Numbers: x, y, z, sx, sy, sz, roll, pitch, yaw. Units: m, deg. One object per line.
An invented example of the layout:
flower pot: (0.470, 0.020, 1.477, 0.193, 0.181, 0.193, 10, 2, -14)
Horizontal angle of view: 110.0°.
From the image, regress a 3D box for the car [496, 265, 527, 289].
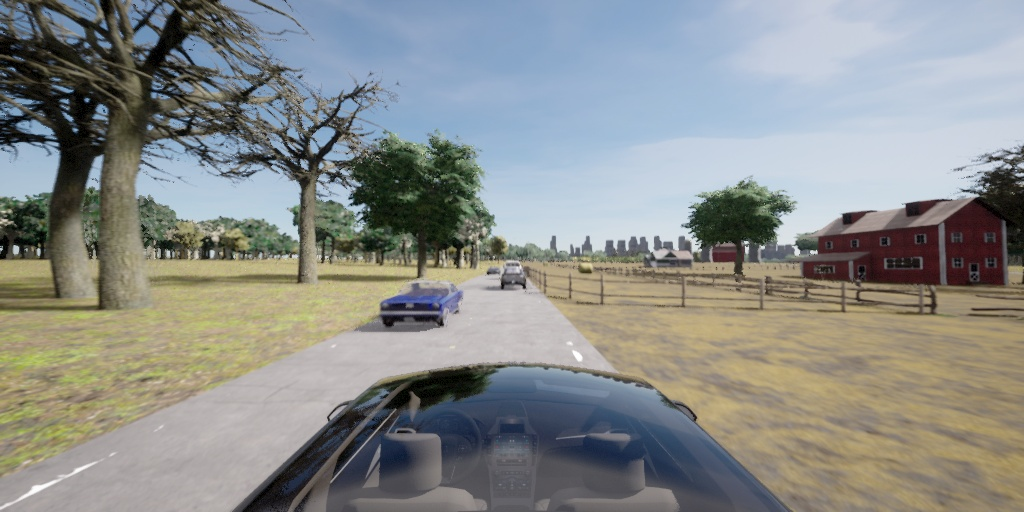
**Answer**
car: (0.101, 1.646, 27.223, 2.128, 1.511, 4.902, 0, -1, 0)

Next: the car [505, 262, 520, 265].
car: (0.106, 1.683, 43.005, 2.150, 2.045, 5.566, 0, -1, 0)

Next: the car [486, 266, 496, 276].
car: (-2.813, 2.266, 54.648, 1.994, 1.385, 4.181, 0, -1, 0)

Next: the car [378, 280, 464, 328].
car: (-2.848, 1.509, 12.189, 1.895, 1.301, 4.718, 0, -1, 0)
